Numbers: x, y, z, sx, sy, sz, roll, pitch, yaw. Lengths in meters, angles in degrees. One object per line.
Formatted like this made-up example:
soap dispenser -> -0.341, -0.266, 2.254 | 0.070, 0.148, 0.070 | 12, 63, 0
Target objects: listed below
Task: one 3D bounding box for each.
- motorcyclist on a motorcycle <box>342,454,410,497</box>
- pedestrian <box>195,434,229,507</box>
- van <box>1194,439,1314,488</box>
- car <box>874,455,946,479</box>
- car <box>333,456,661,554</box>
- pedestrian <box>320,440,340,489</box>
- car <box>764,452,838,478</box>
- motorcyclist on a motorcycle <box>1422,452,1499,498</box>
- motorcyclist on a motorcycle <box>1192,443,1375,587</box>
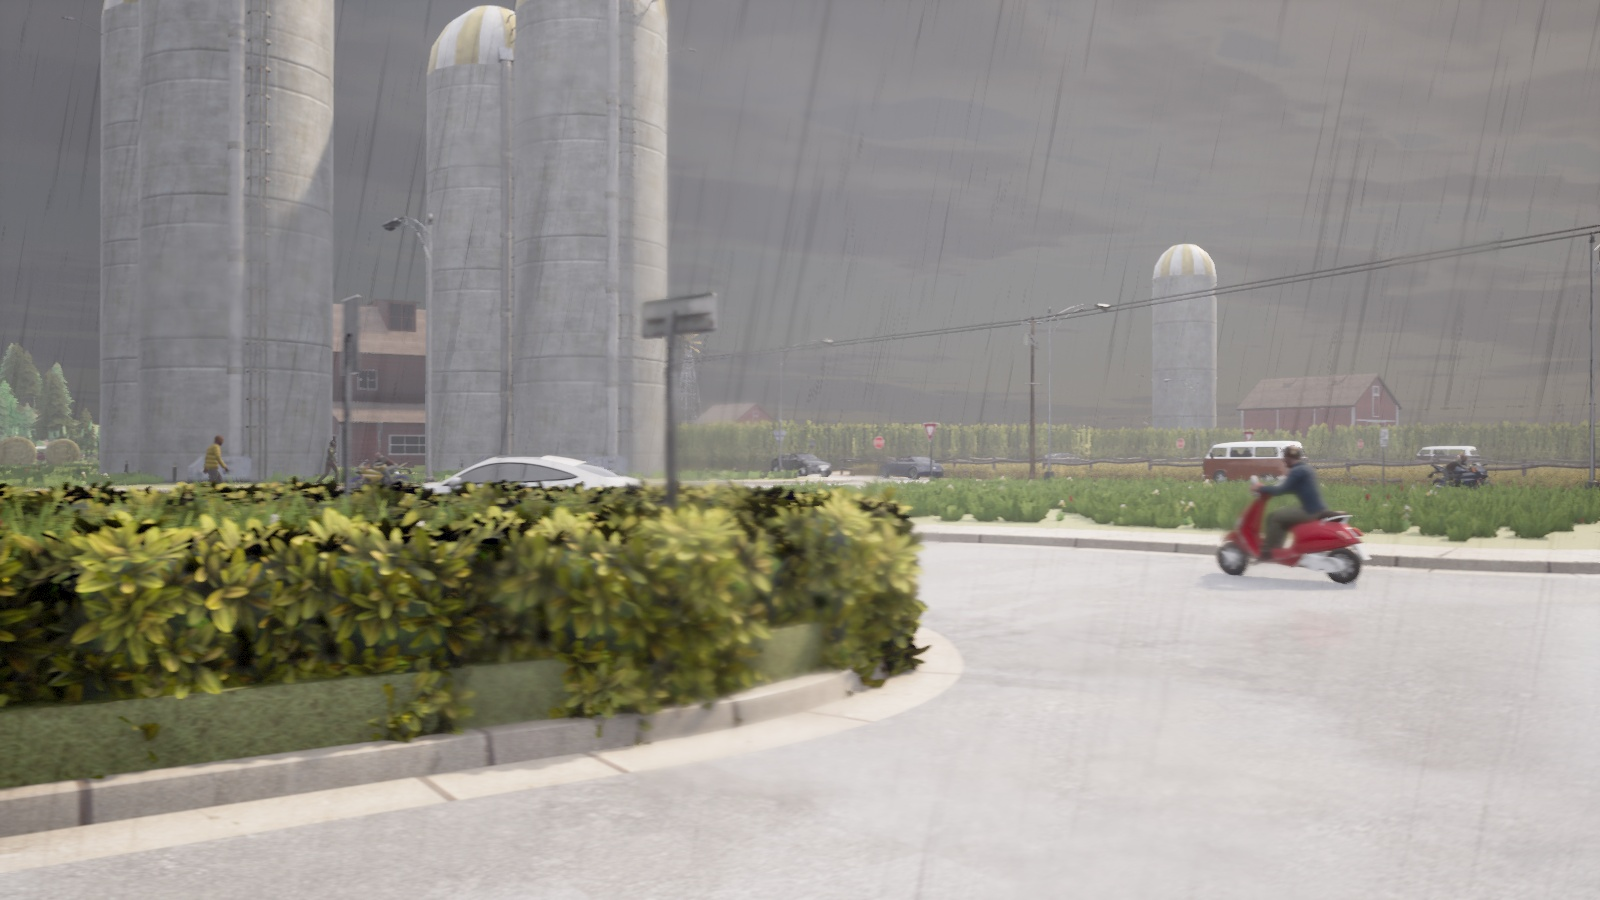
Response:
motorcyclist on a motorcycle -> -15.483, 0.925, 45.902 | 2.191, 1.530, 0.866 | 0, 0, -36
pedestrian -> -14.825, 0.509, 31.677 | 0.726, 1.835, 0.370 | 0, 0, -36
van -> 19.517, 0.559, 54.135 | 2.069, 2.038, 4.480 | 0, 0, -35
car -> 6.361, 0.974, 73.143 | 1.994, 1.385, 4.181 | 0, 0, -34
car -> -4.650, 0.829, 19.717 | 4.674, 1.442, 1.812 | 0, 0, 2
pedestrian -> -18.560, 0.561, 49.589 | 0.692, 1.930, 0.395 | 0, 0, -35
car -> 0.013, 0.888, 76.198 | 2.128, 1.511, 4.902 | 0, 0, -34
motorcyclist on a motorcycle -> 22.781, 0.838, 43.324 | 0.866, 1.530, 2.191 | 0, 0, -35
motorcyclist on a motorcycle -> 5.671, 0.722, 14.790 | 1.817, 1.590, 0.866 | 0, 0, 45
